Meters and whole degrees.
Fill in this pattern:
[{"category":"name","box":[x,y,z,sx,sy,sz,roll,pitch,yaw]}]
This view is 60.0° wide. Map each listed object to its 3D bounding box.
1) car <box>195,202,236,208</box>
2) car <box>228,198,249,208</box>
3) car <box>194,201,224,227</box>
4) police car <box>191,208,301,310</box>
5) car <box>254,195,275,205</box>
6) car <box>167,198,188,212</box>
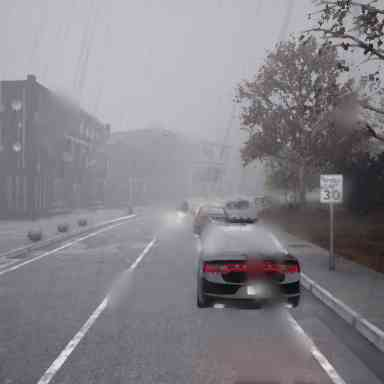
[{"category":"car","box":[1.043,1.508,17.925,1.837,1.490,4.892,0,0,1]},{"category":"car","box":[6.399,1.515,46.160,1.895,1.301,4.718,0,0,28]},{"category":"car","box":[1.262,1.480,23.771,1.882,1.535,5.008,0,0,4]},{"category":"police car","box":[1.033,1.427,8.079,1.930,1.638,5.238,0,0,0]},{"category":"car","box":[12.050,1.286,55.318,1.837,1.490,4.892,-1,1,40]},{"category":"car","box":[-1.614,1.492,38.338,2.128,1.511,4.902,0,0,9]}]
